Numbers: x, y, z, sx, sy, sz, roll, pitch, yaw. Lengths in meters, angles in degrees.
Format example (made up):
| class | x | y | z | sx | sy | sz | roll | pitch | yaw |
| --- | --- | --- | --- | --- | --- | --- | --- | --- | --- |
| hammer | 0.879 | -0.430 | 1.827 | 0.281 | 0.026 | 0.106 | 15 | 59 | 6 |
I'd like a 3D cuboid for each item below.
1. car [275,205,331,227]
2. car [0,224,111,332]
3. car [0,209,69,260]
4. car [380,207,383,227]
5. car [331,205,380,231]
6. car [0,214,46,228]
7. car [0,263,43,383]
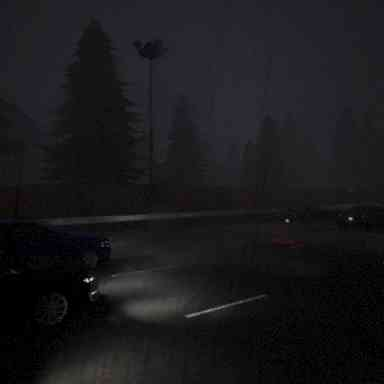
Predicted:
| class | x | y | z | sx | sy | sz | roll | pitch | yaw |
| --- | --- | --- | --- | --- | --- | --- | --- | --- | --- |
| car | 7.801 | 1.511 | 22.203 | 4.718 | 1.301 | 1.895 | 0 | 0 | -35 |
| car | -3.981 | 1.507 | 5.205 | 4.892 | 1.490 | 1.837 | -1 | 0 | -35 |
| car | -7.108 | 1.474 | 11.573 | 5.008 | 1.535 | 1.882 | 0 | 0 | -35 |
| car | 11.506 | 1.265 | 16.247 | 4.553 | 1.767 | 2.097 | 0 | 0 | -35 |
| car | 10.558 | 1.470 | 19.870 | 4.181 | 1.385 | 1.994 | 0 | 0 | -35 |
| car | -4.712 | 1.472 | 8.983 | 5.008 | 1.535 | 1.882 | 0 | 0 | -35 |
| car | -3.425 | 1.514 | 1.304 | 4.892 | 1.490 | 1.837 | 0 | 0 | -35 |
